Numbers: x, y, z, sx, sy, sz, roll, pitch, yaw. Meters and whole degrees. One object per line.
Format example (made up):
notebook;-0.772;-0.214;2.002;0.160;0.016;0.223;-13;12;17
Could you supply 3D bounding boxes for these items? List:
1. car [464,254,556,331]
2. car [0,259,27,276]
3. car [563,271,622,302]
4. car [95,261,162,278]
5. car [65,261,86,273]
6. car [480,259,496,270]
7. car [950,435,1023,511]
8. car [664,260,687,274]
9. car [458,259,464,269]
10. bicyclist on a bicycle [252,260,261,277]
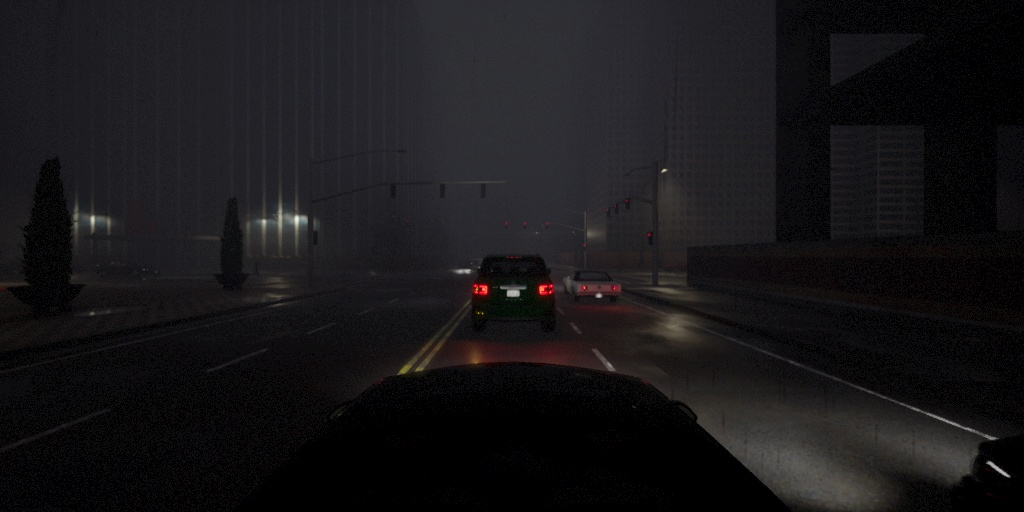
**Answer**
car;0.058;0.964;11.057;2.150;2.045;5.566;0;0;1
car;-50.677;1.285;36.612;4.181;1.385;1.994;0;0;3
car;3.594;1.338;16.975;1.895;1.301;4.718;0;0;0
car;-35.267;1.216;33.060;4.902;1.511;2.128;0;0;0
car;-50.686;1.244;40.124;4.674;1.442;1.812;0;0;0
car;-3.526;1.255;53.949;2.033;1.411;5.357;0;0;0
car;3.584;1.277;0.163;1.812;1.442;4.674;0;0;0
car;19.891;1.196;40.710;5.008;1.535;1.882;0;0;1
car;-7.042;1.197;54.397;2.128;1.511;4.902;0;0;0
bicyclist on a bicycle;-24.643;1.176;34.599;0.582;1.620;1.656;0;0;-13
